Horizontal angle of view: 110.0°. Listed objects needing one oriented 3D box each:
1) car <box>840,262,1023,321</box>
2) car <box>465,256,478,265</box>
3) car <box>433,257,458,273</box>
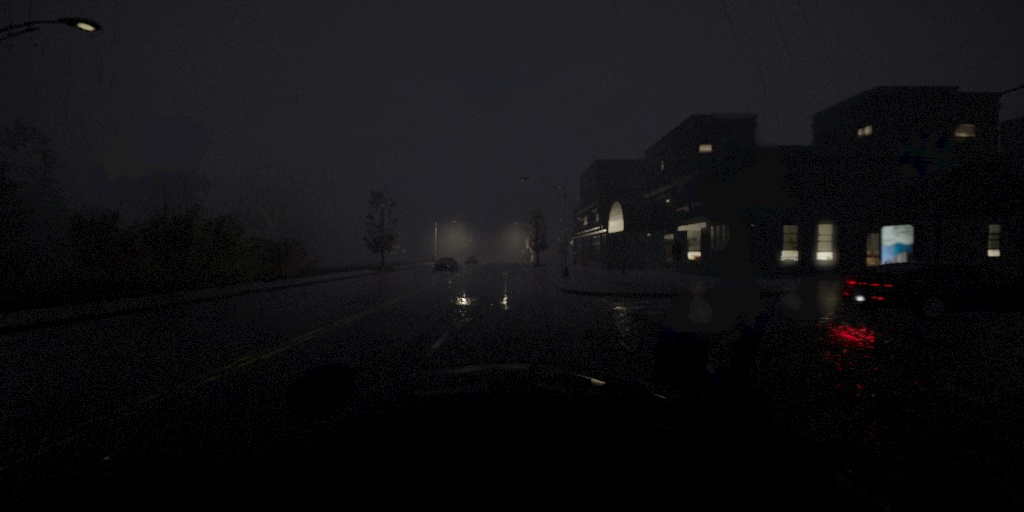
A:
[{"bbox_3d":[12.226,0.913,10.156,4.892,1.490,1.837,-1,0,-1],"label":"car"},{"bbox_3d":[-6.588,0.671,58.741,1.812,1.442,4.674,0,0,0],"label":"car"},{"bbox_3d":[-6.638,0.862,36.119,1.882,1.535,5.008,0,1,0],"label":"car"}]
